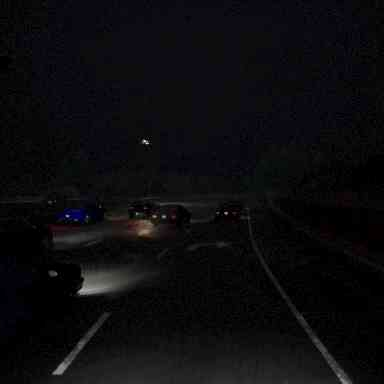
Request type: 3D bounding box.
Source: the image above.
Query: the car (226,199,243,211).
[{"bbox_3d":[5.505,1.584,42.827,1.994,1.385,4.181,0,0,9],"label":"car"}]

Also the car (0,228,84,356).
[{"bbox_3d":[-3.251,1.541,4.457,2.033,1.411,5.357,0,0,3],"label":"car"}]

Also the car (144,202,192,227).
[{"bbox_3d":[-1.303,1.549,22.612,2.033,1.411,5.357,0,0,9],"label":"car"}]

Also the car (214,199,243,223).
[{"bbox_3d":[2.796,1.559,26.017,2.033,1.411,5.357,0,0,9],"label":"car"}]

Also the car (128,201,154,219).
[{"bbox_3d":[-3.904,1.489,28.405,2.128,1.511,4.902,0,0,9],"label":"car"}]

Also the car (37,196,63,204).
[{"bbox_3d":[-19.059,1.321,45.333,2.097,1.767,4.553,0,0,10],"label":"car"}]

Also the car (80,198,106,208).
[{"bbox_3d":[-14.748,1.555,49.758,1.994,1.385,4.181,0,0,9],"label":"car"}]

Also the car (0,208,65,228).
[{"bbox_3d":[-6.305,1.480,10.611,2.128,1.511,4.902,0,0,5],"label":"car"}]

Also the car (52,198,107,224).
[{"bbox_3d":[-8.007,1.466,24.834,1.882,1.535,5.008,0,0,9],"label":"car"}]
